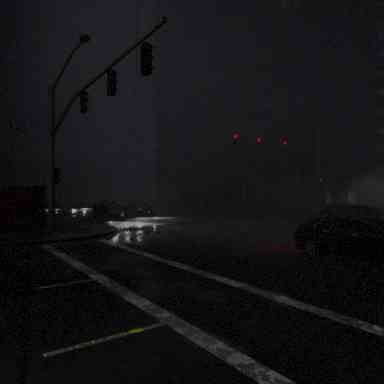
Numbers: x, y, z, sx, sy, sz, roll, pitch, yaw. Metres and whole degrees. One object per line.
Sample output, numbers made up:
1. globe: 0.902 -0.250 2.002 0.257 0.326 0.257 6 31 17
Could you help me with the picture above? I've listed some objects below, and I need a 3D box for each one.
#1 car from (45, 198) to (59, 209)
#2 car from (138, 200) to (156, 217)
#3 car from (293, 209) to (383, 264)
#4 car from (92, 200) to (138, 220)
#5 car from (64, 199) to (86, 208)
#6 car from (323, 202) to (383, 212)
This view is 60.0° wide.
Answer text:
1. car: -20.015 1.548 46.254 2.033 1.411 5.357 0 0 -35
2. car: -5.220 1.526 31.595 1.812 1.442 4.674 0 0 -36
3. car: 5.587 1.505 10.581 1.837 1.490 4.892 0 0 -36
4. car: -6.817 1.490 27.792 2.128 1.511 4.902 0 0 -36
5. car: -16.752 1.601 47.703 1.895 1.301 4.718 0 0 -35
6. car: 7.396 1.352 14.057 2.097 1.767 4.553 0 0 -36
